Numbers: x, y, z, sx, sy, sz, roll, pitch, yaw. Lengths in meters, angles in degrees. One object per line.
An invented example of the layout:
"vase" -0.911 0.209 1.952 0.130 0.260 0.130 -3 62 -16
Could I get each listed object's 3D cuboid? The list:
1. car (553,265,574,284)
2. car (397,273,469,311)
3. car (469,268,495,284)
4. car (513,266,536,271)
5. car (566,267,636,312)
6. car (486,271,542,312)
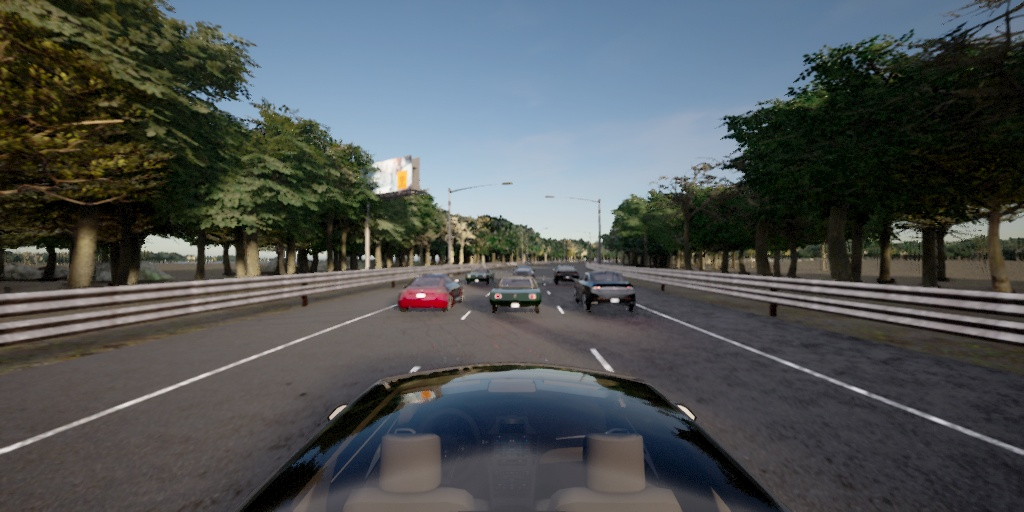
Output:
"car" 4.532 1.520 30.456 1.882 1.535 5.008 0 0 5
"car" -3.274 1.451 15.174 1.994 1.385 4.181 0 0 2
"car" -2.540 1.638 29.911 1.895 1.301 4.718 0 -1 5
"car" 1.011 1.567 30.327 1.812 1.442 4.674 0 0 5
"car" 3.723 1.377 15.048 2.128 1.511 4.902 0 0 2
"car" 0.210 1.484 14.888 1.895 1.301 4.718 0 -1 2
